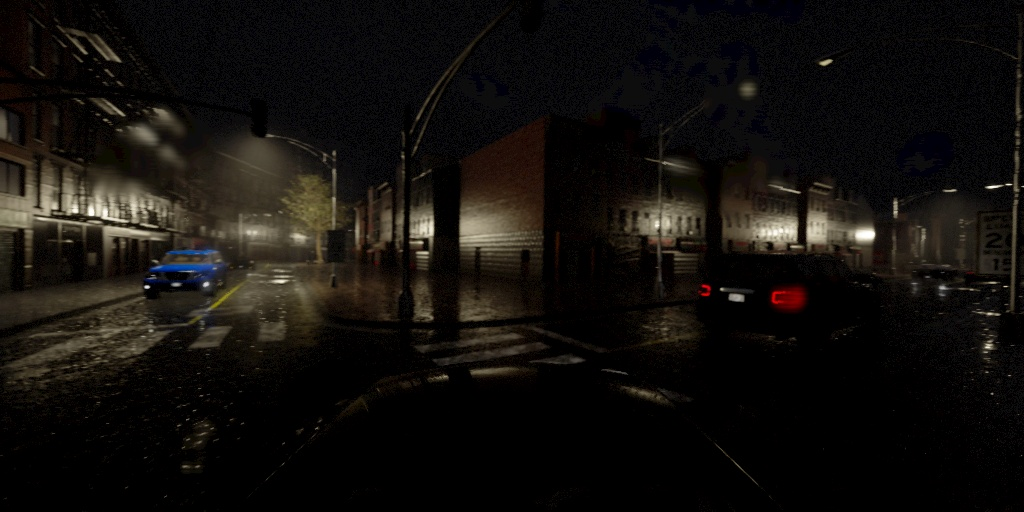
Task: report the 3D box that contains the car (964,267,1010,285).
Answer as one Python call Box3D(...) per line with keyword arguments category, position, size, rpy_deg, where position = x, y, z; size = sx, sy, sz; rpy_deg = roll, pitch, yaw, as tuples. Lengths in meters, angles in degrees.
Box3D(category="car", position=(35.658, 1.351, 26.813), size=(4.181, 1.385, 1.994), rpy_deg=(0, 1, -31))

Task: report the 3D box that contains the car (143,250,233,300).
Box3D(category="car", position=(-14.815, 0.756, 16.626), size=(2.150, 2.045, 5.566), rpy_deg=(0, 0, -32))

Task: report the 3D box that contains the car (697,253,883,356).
Box3D(category="car", position=(6.895, 0.955, 8.812), size=(5.566, 2.045, 2.150), rpy_deg=(0, 1, -32))

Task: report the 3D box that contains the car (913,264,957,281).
Box3D(category="car", position=(35.186, 1.359, 29.839), size=(4.718, 1.301, 1.895), rpy_deg=(0, 1, -32))

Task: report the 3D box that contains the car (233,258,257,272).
Box3D(category="car", position=(-26.954, 0.906, 36.116), size=(1.994, 1.385, 4.181), rpy_deg=(0, 0, -32))
